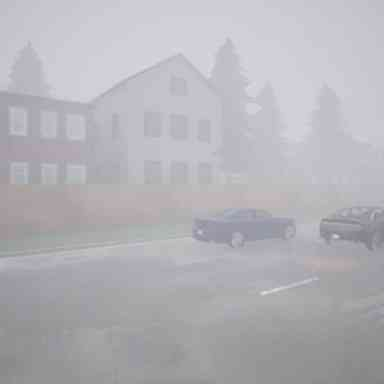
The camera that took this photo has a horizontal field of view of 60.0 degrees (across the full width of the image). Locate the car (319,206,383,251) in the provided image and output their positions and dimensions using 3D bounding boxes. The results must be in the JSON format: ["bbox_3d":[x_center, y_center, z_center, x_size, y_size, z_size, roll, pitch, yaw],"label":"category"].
[{"bbox_3d":[7.042,1.321,13.171,4.902,1.511,2.128,-1,0,-36],"label":"car"}]

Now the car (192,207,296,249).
[{"bbox_3d":[2.317,1.352,14.087,5.008,1.535,1.882,-1,1,-36],"label":"car"}]
